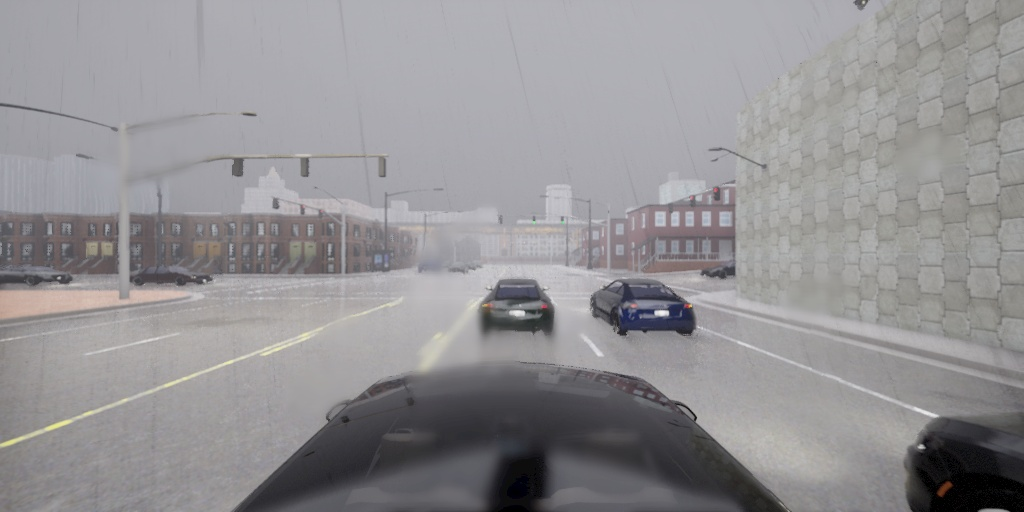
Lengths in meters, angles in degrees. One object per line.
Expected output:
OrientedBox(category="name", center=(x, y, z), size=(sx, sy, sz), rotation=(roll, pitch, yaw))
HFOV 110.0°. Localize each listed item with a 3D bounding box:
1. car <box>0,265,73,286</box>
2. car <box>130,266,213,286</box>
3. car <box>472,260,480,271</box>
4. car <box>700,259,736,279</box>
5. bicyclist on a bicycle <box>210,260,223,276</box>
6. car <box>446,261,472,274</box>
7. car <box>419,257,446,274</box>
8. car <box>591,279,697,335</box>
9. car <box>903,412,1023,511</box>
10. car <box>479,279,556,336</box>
OrientedBox(category="car", center=(-34.917, 1.426, 26.084), size=(4.181, 1.385, 1.994), rotation=(0, 0, 0))
OrientedBox(category="car", center=(-24.952, 1.411, 26.018), size=(5.357, 1.411, 2.033), rotation=(0, 0, 0))
OrientedBox(category="car", center=(-6.575, 1.575, 55.372), size=(1.994, 1.385, 4.181), rotation=(0, 0, 1))
OrientedBox(category="car", center=(18.463, 0.994, 29.441), size=(5.357, 1.411, 2.033), rotation=(-5, 0, 0))
OrientedBox(category="bicyclist on a bicycle", center=(-30.481, 1.220, 37.041), size=(0.582, 1.620, 1.656), rotation=(0, 0, 0))
OrientedBox(category="car", center=(-6.677, 1.468, 45.455), size=(1.837, 1.490, 4.892), rotation=(0, 0, 1))
OrientedBox(category="car", center=(-10.173, 1.185, 45.722), size=(2.150, 2.045, 5.566), rotation=(0, 0, 1))
OrientedBox(category="car", center=(3.662, 1.359, 10.686), size=(1.994, 1.385, 4.181), rotation=(0, 0, 1))
OrientedBox(category="car", center=(3.585, 1.249, 0.395), size=(1.837, 1.490, 4.892), rotation=(0, 0, 1))
OrientedBox(category="car", center=(0.164, 1.358, 10.635), size=(1.994, 1.385, 4.181), rotation=(0, 0, 1))
